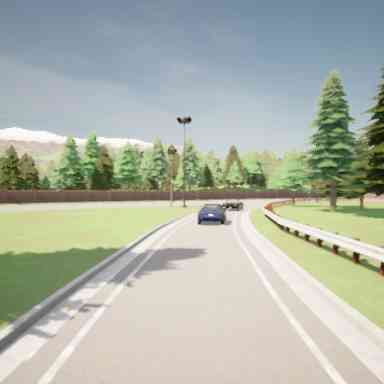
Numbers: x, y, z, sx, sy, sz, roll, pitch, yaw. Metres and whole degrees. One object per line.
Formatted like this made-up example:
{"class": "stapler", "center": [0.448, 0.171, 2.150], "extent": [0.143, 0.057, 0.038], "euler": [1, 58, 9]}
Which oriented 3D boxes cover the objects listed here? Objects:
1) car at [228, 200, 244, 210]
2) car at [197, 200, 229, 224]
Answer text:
{"class": "car", "center": [5.266, 1.594, 41.754], "extent": [1.895, 1.301, 4.718], "euler": [0, 0, 18]}
{"class": "car", "center": [1.556, 1.560, 24.910], "extent": [1.994, 1.385, 4.181], "euler": [0, 0, 8]}
